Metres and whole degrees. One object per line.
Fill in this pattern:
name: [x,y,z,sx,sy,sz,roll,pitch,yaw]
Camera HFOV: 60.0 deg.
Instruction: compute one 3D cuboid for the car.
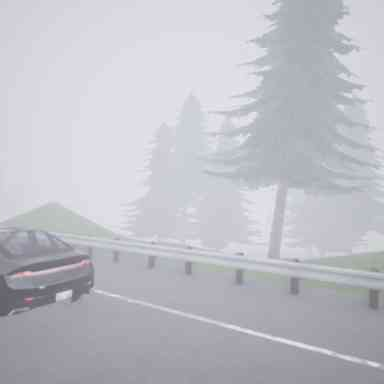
car: [-4.088,1.496,6.907,4.902,1.511,2.128,0,0,35]
